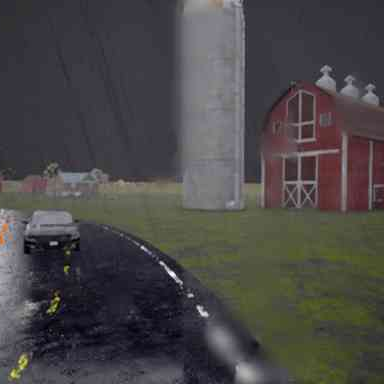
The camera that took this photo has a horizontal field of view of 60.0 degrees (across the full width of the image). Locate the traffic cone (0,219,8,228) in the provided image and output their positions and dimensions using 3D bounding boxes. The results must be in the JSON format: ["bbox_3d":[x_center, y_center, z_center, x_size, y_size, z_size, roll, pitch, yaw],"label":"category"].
[{"bbox_3d":[-10.261,1.909,18.323,0.340,0.580,0.340,-1,1,-31],"label":"traffic cone"}]

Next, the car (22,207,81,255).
[{"bbox_3d":[-5.697,1.435,13.532,1.882,1.535,5.008,0,1,-24],"label":"car"}]

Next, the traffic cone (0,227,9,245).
[{"bbox_3d":[-8.095,1.923,14.127,0.340,0.580,0.340,0,0,-23],"label":"traffic cone"}]
